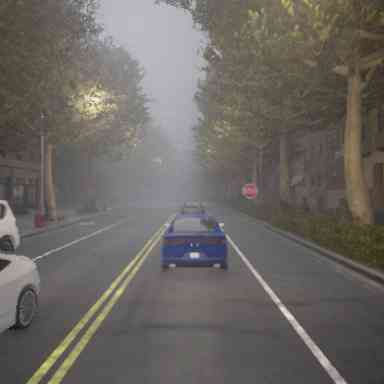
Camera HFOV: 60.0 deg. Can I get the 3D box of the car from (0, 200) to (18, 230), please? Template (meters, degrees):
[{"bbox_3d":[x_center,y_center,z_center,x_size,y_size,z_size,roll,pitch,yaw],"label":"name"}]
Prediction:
[{"bbox_3d":[-6.553,1.221,8.312,2.435,2.045,5.566,0,0,0],"label":"car"}]

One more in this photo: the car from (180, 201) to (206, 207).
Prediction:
[{"bbox_3d":[0.081,1.469,26.587,2.128,1.511,4.902,0,0,0],"label":"car"}]

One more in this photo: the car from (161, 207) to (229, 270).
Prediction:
[{"bbox_3d":[0.080,1.468,11.000,1.882,1.535,5.008,0,0,0],"label":"car"}]

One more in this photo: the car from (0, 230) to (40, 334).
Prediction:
[{"bbox_3d":[-3.595,1.522,4.171,1.812,1.442,4.674,0,0,0],"label":"car"}]
